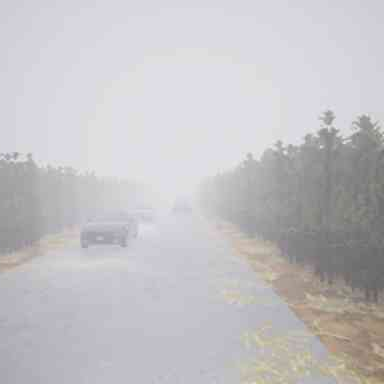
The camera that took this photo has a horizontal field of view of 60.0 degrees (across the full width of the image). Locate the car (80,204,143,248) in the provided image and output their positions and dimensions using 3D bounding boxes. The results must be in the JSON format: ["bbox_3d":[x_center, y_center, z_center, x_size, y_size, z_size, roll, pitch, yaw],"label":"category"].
[{"bbox_3d":[-3.668,1.562,15.449,1.882,1.535,5.008,0,0,-2],"label":"car"}]

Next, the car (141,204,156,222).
[{"bbox_3d":[-4.045,1.669,27.423,1.895,1.301,4.718,0,0,-2],"label":"car"}]

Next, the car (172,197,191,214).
[{"bbox_3d":[-1.047,1.575,34.744,1.895,1.301,4.718,0,1,-2],"label":"car"}]
